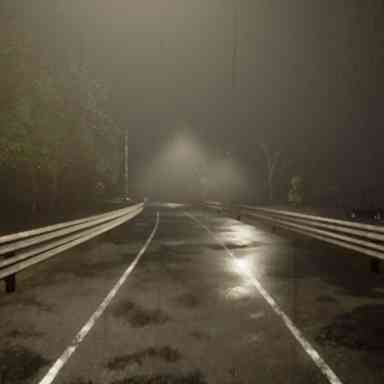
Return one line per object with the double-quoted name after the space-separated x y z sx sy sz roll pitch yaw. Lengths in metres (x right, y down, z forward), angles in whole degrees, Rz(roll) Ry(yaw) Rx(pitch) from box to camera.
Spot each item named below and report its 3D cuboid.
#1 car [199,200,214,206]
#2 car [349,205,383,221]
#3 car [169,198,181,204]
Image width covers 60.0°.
3.062 2.411 71.165 2.128 1.511 4.902 0 0 -24 "car"
19.206 2.149 35.534 1.882 1.535 5.008 0 0 -24 "car"
-4.488 2.324 87.833 2.097 1.767 4.553 0 0 -24 "car"
